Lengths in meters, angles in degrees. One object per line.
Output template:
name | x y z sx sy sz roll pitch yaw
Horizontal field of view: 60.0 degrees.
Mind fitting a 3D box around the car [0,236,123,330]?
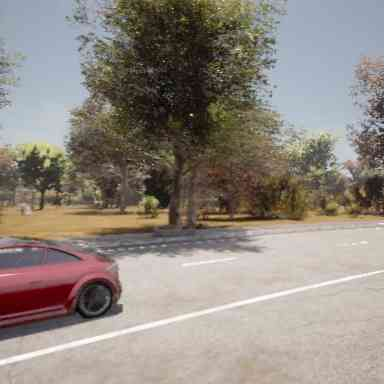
car | -3.353 1.513 5.750 4.181 1.385 1.994 0 0 -34
